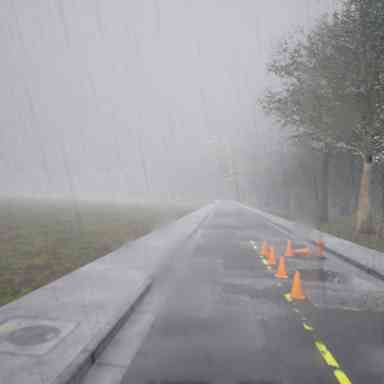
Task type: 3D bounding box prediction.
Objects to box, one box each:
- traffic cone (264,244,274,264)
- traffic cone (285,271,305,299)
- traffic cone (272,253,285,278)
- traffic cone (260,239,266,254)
[{"bbox_3d":[2.835,2.231,11.837,0.340,0.580,0.340,3,-1,5],"label":"traffic cone"},{"bbox_3d":[2.474,2.166,7.853,0.340,0.580,0.340,3,-1,5],"label":"traffic cone"},{"bbox_3d":[2.654,2.198,9.845,0.340,0.580,0.340,3,-1,5],"label":"traffic cone"},{"bbox_3d":[3.016,2.263,13.828,0.340,0.580,0.340,3,-1,5],"label":"traffic cone"}]
